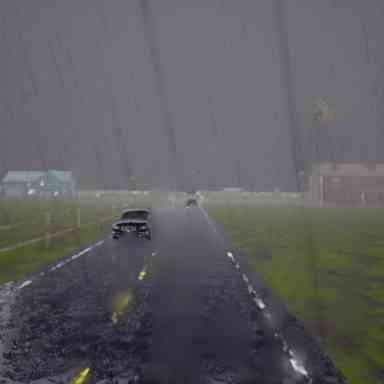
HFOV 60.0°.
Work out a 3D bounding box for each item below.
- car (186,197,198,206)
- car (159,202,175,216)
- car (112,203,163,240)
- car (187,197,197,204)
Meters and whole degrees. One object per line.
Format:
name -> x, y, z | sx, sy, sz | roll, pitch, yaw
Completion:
car -> -0.002, 1.669, 57.375 | 1.837, 1.490, 4.892 | 0, 0, 0
car -> -2.751, 1.694, 33.724 | 1.895, 1.301, 4.718 | 0, 0, 0
car -> -2.793, 1.552, 17.297 | 1.837, 1.490, 4.892 | 0, -1, 1
car -> -0.003, 1.784, 67.825 | 1.895, 1.301, 4.718 | 0, 0, 0
